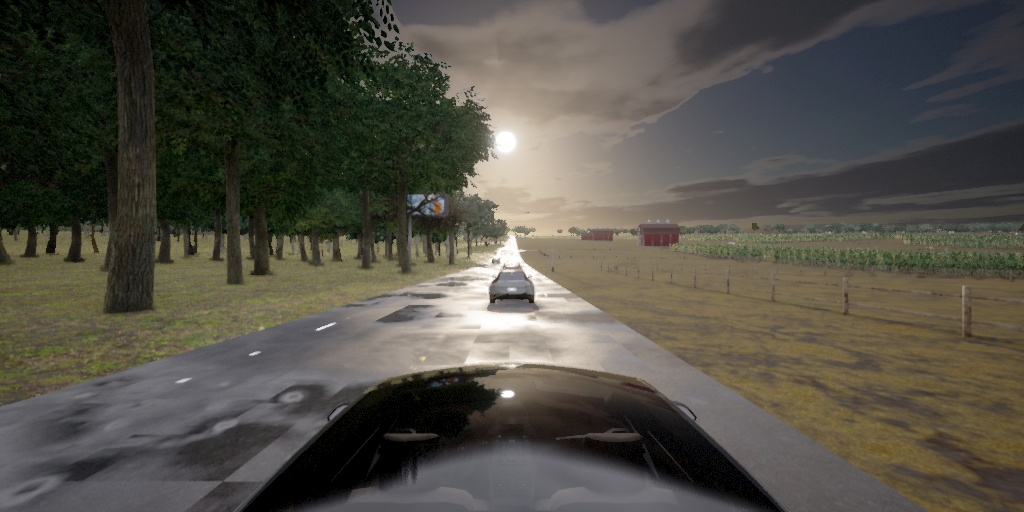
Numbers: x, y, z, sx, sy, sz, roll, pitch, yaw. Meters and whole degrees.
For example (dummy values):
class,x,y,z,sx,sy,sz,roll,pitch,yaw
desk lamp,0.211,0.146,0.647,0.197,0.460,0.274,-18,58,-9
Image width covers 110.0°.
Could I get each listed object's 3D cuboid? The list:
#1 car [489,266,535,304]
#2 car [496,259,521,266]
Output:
class,x,y,z,sx,sy,sz,roll,pitch,yaw
car,0.000,1.325,16.518,1.994,1.385,4.181,0,0,0
car,0.001,1.256,31.531,2.128,1.511,4.902,0,0,0
